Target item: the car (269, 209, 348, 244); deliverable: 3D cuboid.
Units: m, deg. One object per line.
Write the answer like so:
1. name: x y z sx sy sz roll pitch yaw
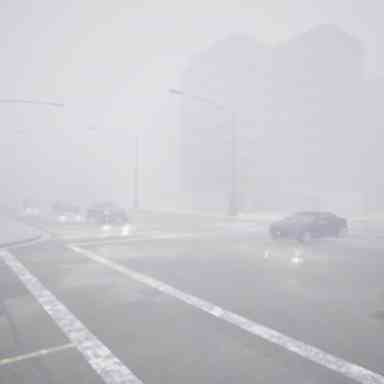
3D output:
1. car: 6.040 1.679 17.073 5.008 1.535 1.882 1 0 -37

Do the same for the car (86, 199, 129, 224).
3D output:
1. car: -6.749 1.470 26.416 2.097 1.767 4.553 1 0 -36

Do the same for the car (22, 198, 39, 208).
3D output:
1. car: -25.052 1.621 51.638 2.128 1.511 4.902 1 -1 -35

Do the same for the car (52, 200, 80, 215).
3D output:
1. car: -13.653 1.599 35.891 1.882 1.535 5.008 1 -1 -36
